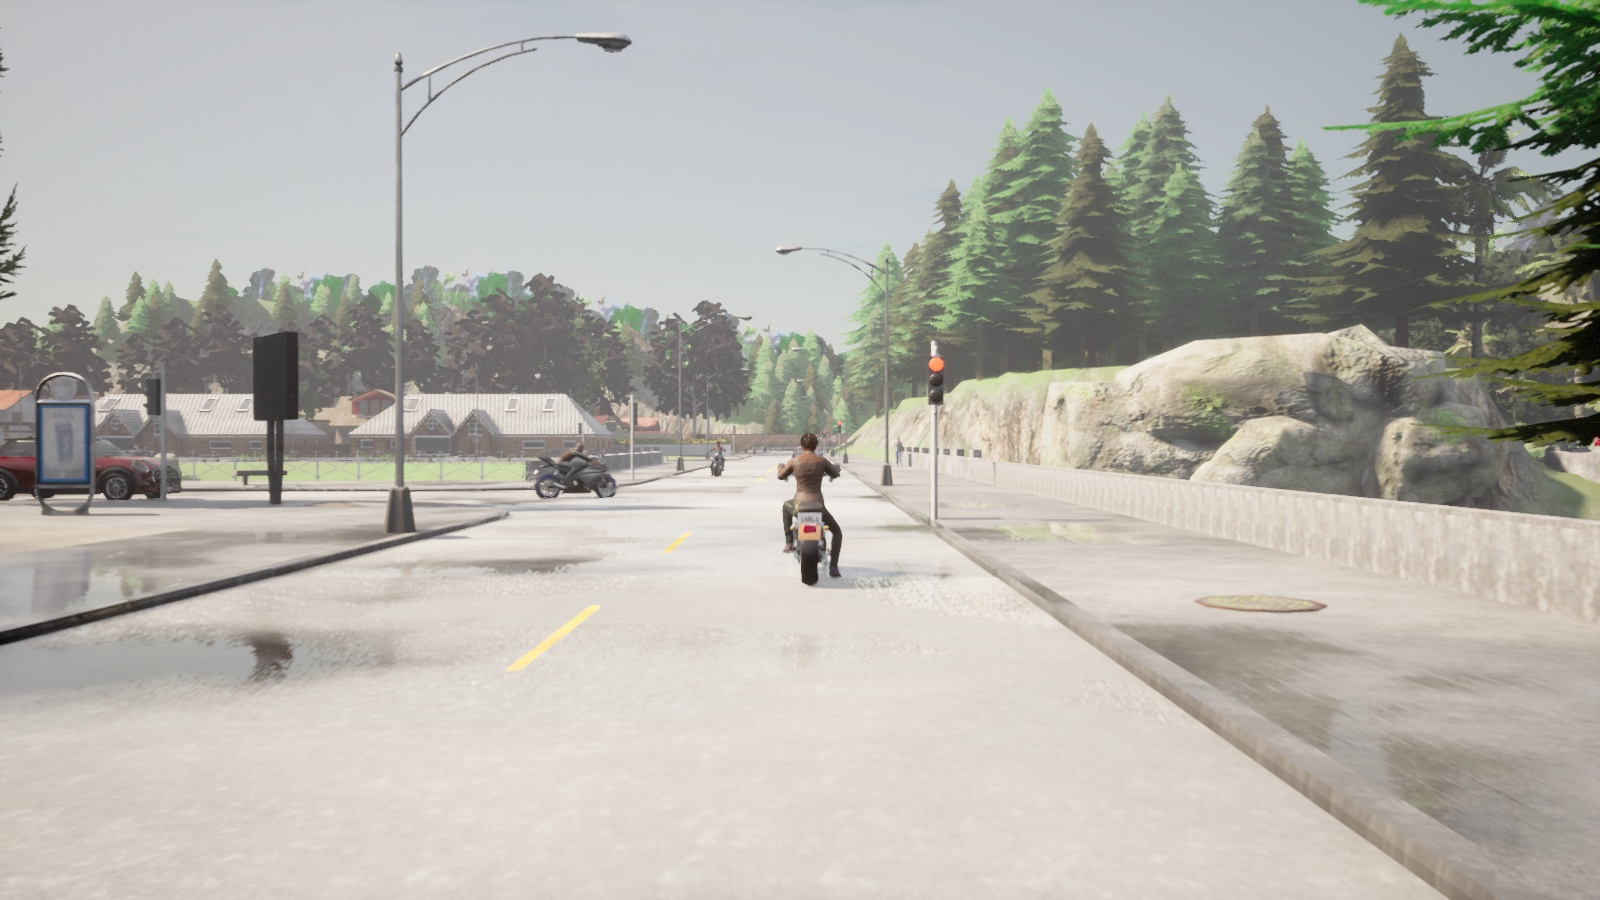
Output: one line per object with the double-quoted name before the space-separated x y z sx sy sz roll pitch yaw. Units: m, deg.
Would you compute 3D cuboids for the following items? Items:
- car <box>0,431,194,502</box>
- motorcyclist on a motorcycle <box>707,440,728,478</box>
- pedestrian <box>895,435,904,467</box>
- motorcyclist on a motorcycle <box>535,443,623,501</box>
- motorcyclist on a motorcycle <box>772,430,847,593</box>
"car" -18.504 0.406 32.573 4.553 1.767 2.097 0 0 0
"motorcyclist on a motorcycle" -3.662 0.379 55.827 0.766 1.649 2.350 0 0 0
"pedestrian" 5.755 0.052 72.651 0.354 1.836 0.706 0 0 -10
"motorcyclist on a motorcycle" -5.936 0.585 33.743 2.191 1.530 0.866 0 -1 -22
"motorcyclist on a motorcycle" 0.099 0.618 13.915 0.766 1.649 2.350 0 0 0
